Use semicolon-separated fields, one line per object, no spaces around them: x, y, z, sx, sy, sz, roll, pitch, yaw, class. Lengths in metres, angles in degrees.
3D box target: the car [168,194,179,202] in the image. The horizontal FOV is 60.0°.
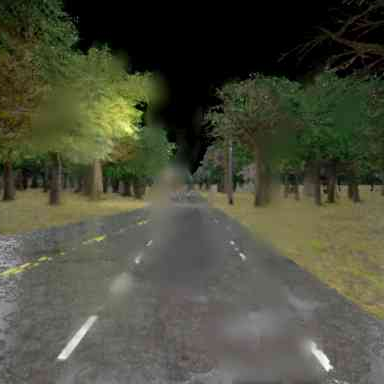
-3.502;1.103;63.694;2.033;1.411;5.357;0;1;0;car
